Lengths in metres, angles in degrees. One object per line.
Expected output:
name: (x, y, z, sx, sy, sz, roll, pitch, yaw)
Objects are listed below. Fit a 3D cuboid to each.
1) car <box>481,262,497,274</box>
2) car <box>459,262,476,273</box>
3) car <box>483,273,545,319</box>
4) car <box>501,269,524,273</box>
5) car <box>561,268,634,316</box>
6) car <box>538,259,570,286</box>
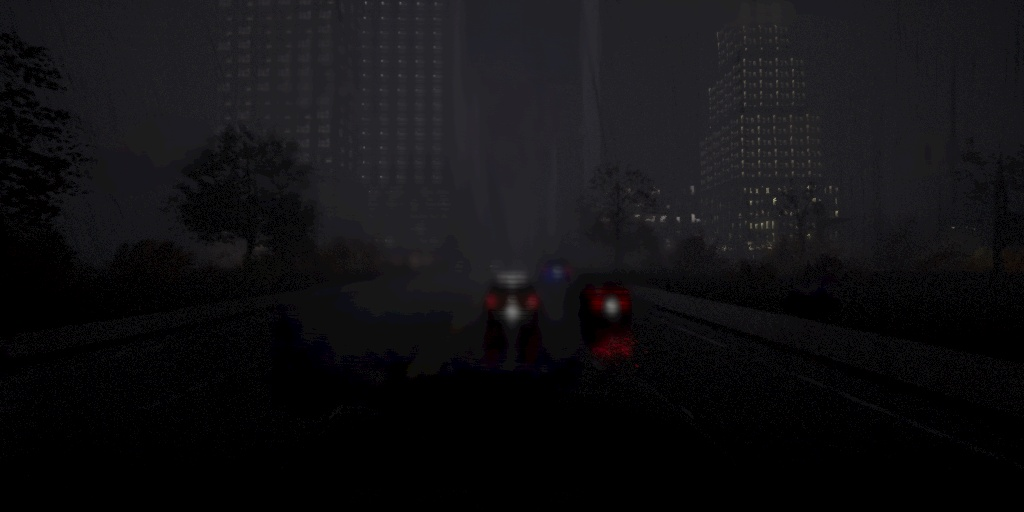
car: (-3.314, 1.650, 53.070, 2.097, 1.767, 4.553, 0, -1, 1)
car: (-6.565, 1.650, 53.069, 2.097, 1.767, 4.553, 0, -1, 0)
car: (0.031, 1.484, 13.518, 1.895, 1.301, 4.718, 0, -1, 1)
car: (0.026, 1.647, 28.524, 1.895, 1.301, 4.718, 0, -1, 0)
car: (3.287, 1.397, 14.167, 1.837, 1.490, 4.892, 0, 0, 1)
car: (3.270, 1.265, 28.078, 2.150, 2.045, 5.566, 0, 0, 0)
